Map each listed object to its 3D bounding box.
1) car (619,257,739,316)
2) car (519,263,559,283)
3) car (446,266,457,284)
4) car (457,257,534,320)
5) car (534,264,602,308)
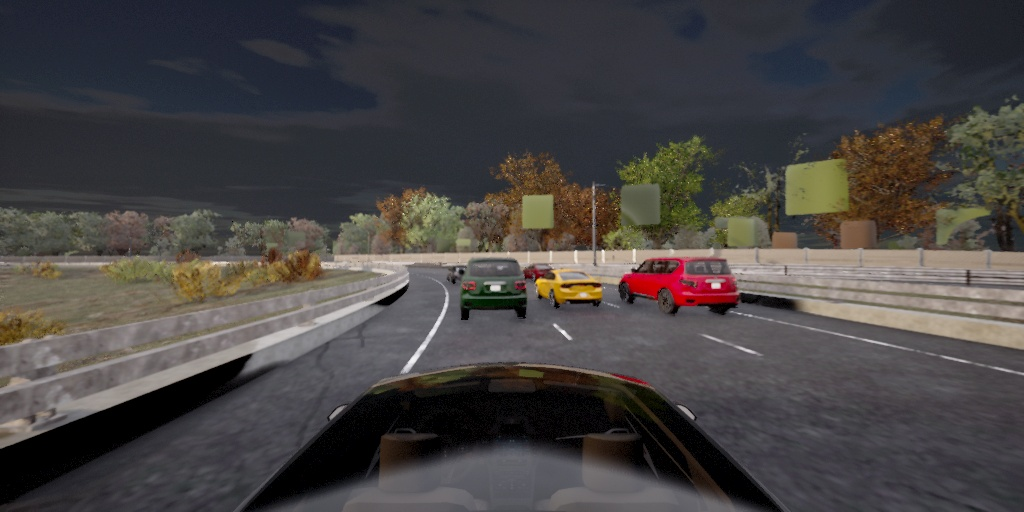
[{"bbox_3d":[6.172,1.044,14.039,2.150,2.045,5.566,0,0,-7],"label":"car"},{"bbox_3d":[2.347,1.450,32.250,1.882,1.535,5.008,0,0,-17],"label":"car"},{"bbox_3d":[-4.308,1.506,30.125,1.812,1.442,4.674,0,0,-17],"label":"car"},{"bbox_3d":[-0.795,1.064,13.366,2.150,2.045,5.566,0,0,-7],"label":"car"},{"bbox_3d":[2.346,1.327,16.006,1.882,1.535,5.008,0,0,-8],"label":"car"}]
